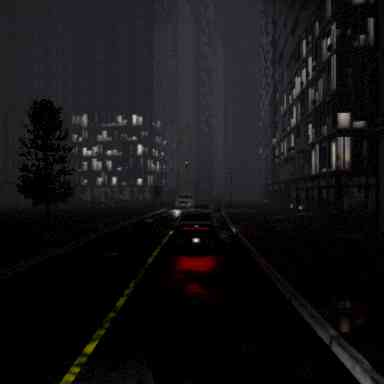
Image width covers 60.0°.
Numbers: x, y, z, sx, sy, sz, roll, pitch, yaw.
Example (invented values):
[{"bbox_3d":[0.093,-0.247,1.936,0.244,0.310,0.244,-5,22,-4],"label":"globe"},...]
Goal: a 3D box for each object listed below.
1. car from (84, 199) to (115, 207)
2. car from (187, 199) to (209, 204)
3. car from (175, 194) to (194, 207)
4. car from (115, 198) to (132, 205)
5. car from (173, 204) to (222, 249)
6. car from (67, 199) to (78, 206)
[{"bbox_3d":[-15.436,1.781,54.423,4.403,1.369,2.008,-1,0,13],"label":"car"},{"bbox_3d":[0.897,1.561,29.538,1.994,1.385,4.181,0,0,3],"label":"car"},{"bbox_3d":[-0.913,1.298,45.347,2.150,2.045,5.566,0,0,5],"label":"car"},{"bbox_3d":[-13.487,1.812,62.573,4.403,1.369,2.008,-1,1,13],"label":"car"},{"bbox_3d":[0.224,1.512,14.599,1.837,1.490,4.892,0,0,2],"label":"car"},{"bbox_3d":[-24.428,2.026,65.189,4.313,1.339,1.947,-1,1,13],"label":"car"}]
